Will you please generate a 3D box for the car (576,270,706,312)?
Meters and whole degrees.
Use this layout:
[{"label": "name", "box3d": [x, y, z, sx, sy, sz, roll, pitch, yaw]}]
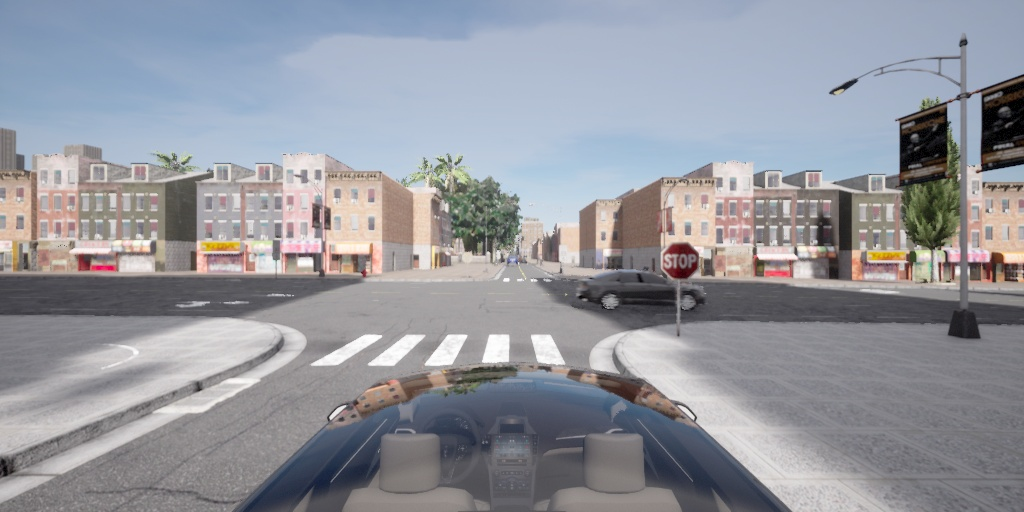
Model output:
[{"label": "car", "box3d": [5.054, 1.325, 14.250, 4.892, 1.490, 1.837, 1, 0, 0]}]
